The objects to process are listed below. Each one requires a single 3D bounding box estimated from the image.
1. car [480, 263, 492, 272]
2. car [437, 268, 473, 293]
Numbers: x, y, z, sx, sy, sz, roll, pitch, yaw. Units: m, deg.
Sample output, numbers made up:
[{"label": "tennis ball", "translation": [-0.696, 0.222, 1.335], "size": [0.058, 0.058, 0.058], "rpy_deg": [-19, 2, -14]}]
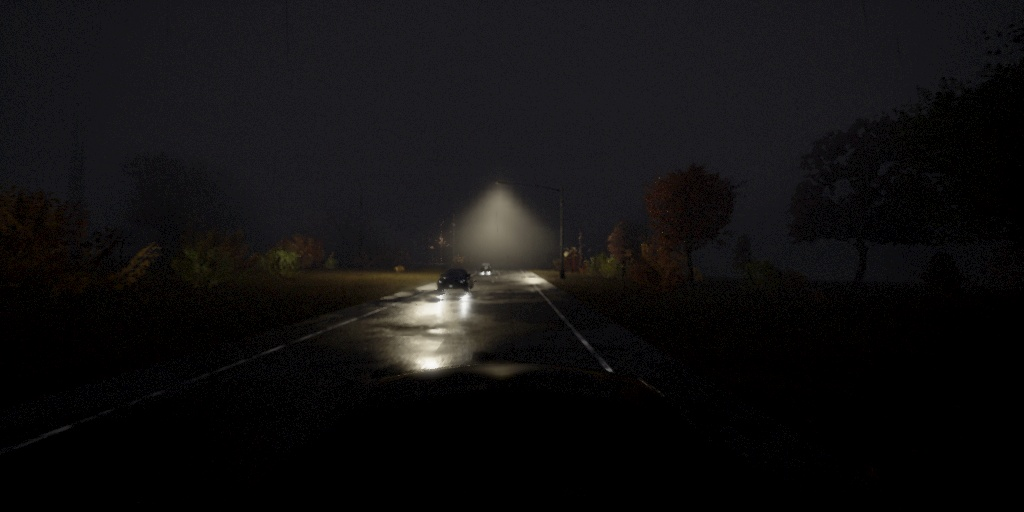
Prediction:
[{"label": "car", "translation": [-4.694, 1.972, 63.842], "size": [2.128, 1.511, 4.902], "rpy_deg": [0, -1, -6]}, {"label": "car", "translation": [-3.598, 1.520, 23.407], "size": [1.812, 1.442, 4.674], "rpy_deg": [0, -1, 0]}]
